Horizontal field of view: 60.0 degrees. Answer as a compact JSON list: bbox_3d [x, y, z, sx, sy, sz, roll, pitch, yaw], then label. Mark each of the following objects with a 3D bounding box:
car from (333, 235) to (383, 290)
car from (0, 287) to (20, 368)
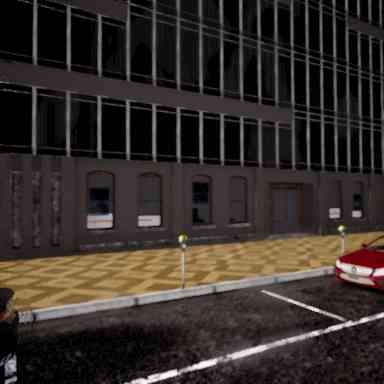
[{"bbox_3d":[5.694,1.797,8.960,4.206,1.307,1.802,1,-2,-29],"label":"car"},{"bbox_3d":[-4.300,1.661,3.510,4.403,1.369,2.008,1,-2,-29],"label":"car"}]
